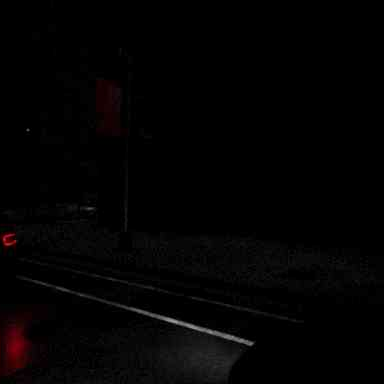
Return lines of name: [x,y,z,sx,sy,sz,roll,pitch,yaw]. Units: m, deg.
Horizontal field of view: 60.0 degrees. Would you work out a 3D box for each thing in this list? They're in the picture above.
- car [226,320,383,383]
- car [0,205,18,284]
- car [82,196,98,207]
car: [2.467,1.504,1.802,4.892,1.490,1.837,0,0,35]
car: [-6.520,1.226,8.212,5.566,2.045,2.150,0,0,35]
car: [-13.239,1.265,47.271,1.882,1.535,5.008,3,1,36]
